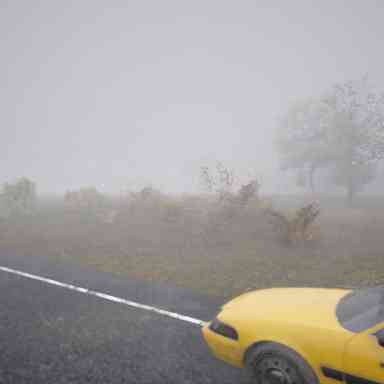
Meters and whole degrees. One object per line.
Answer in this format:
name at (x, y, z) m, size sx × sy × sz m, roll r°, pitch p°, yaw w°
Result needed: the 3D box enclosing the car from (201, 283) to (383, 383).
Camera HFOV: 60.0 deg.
car at (2.664, 1.499, 3.219) m, size 5.366 × 1.575 × 1.801 m, roll 1°, pitch 0°, yaw 33°
